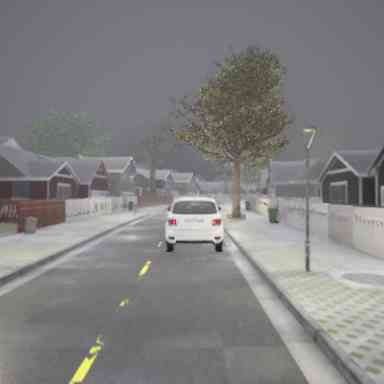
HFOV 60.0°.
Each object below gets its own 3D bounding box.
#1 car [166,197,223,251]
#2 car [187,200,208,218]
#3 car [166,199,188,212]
[{"bbox_3d":[0.098,1.223,14.261,2.150,2.045,5.566,0,0,0],"label":"car"},{"bbox_3d":[0.615,1.527,31.471,1.812,1.442,4.674,0,0,4],"label":"car"},{"bbox_3d":[-1.714,1.573,39.518,1.994,1.385,4.181,0,0,6],"label":"car"}]
